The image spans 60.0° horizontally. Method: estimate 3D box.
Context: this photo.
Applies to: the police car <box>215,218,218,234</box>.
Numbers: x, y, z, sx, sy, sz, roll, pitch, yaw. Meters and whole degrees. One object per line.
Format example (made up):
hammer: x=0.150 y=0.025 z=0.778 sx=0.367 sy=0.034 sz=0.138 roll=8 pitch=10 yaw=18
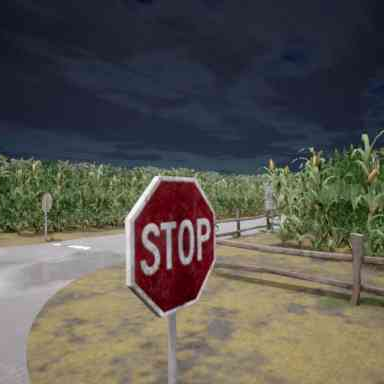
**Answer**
police car: x=-0.538 y=1.547 z=16.543 sx=1.930 sy=1.638 sz=5.238 roll=-1 pitch=-1 yaw=37
